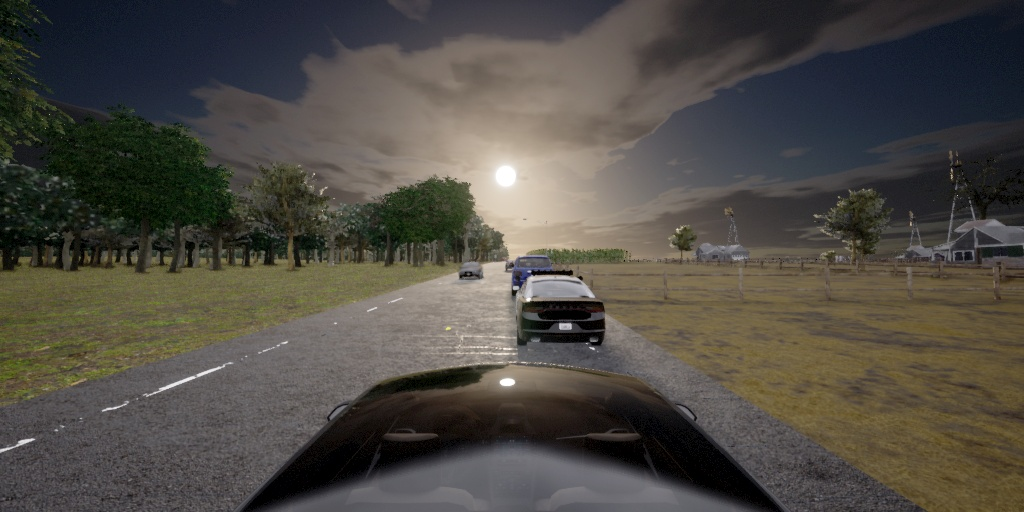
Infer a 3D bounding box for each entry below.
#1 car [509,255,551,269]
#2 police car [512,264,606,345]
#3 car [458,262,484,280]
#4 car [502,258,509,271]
[{"bbox_3d":[1.055,0.984,19.560,2.150,2.045,5.566,0,0,0],"label":"car"},{"bbox_3d":[1.051,1.181,9.628,1.930,1.638,5.238,0,0,0],"label":"police car"},{"bbox_3d":[-3.591,1.267,32.003,1.837,1.490,4.892,0,0,0],"label":"car"},{"bbox_3d":[0.049,1.254,50.136,2.128,1.511,4.902,0,0,1],"label":"car"}]
